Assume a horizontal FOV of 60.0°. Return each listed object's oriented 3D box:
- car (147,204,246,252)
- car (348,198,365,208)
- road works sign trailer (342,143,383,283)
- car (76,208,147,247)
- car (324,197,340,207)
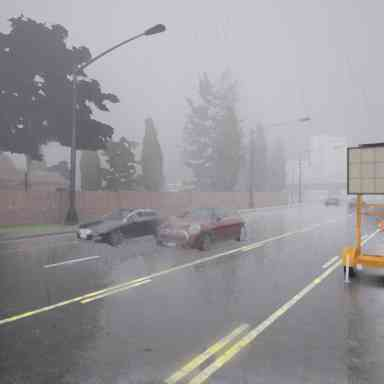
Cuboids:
[{"bbox_3d":[0.521,1.361,14.168,2.097,1.767,4.553,0,0,35],"label":"car"},{"bbox_3d":[23.824,1.571,47.940,2.033,1.411,5.357,0,0,32],"label":"car"},{"bbox_3d":[5.474,0.470,8.861,2.380,3.560,2.880,0,0,35],"label":"road works sign trailer"},{"bbox_3d":[-2.949,1.501,15.313,2.128,1.511,4.902,0,0,35],"label":"car"},{"bbox_3d":[21.595,1.523,51.083,1.837,1.490,4.892,0,0,31],"label":"car"}]
